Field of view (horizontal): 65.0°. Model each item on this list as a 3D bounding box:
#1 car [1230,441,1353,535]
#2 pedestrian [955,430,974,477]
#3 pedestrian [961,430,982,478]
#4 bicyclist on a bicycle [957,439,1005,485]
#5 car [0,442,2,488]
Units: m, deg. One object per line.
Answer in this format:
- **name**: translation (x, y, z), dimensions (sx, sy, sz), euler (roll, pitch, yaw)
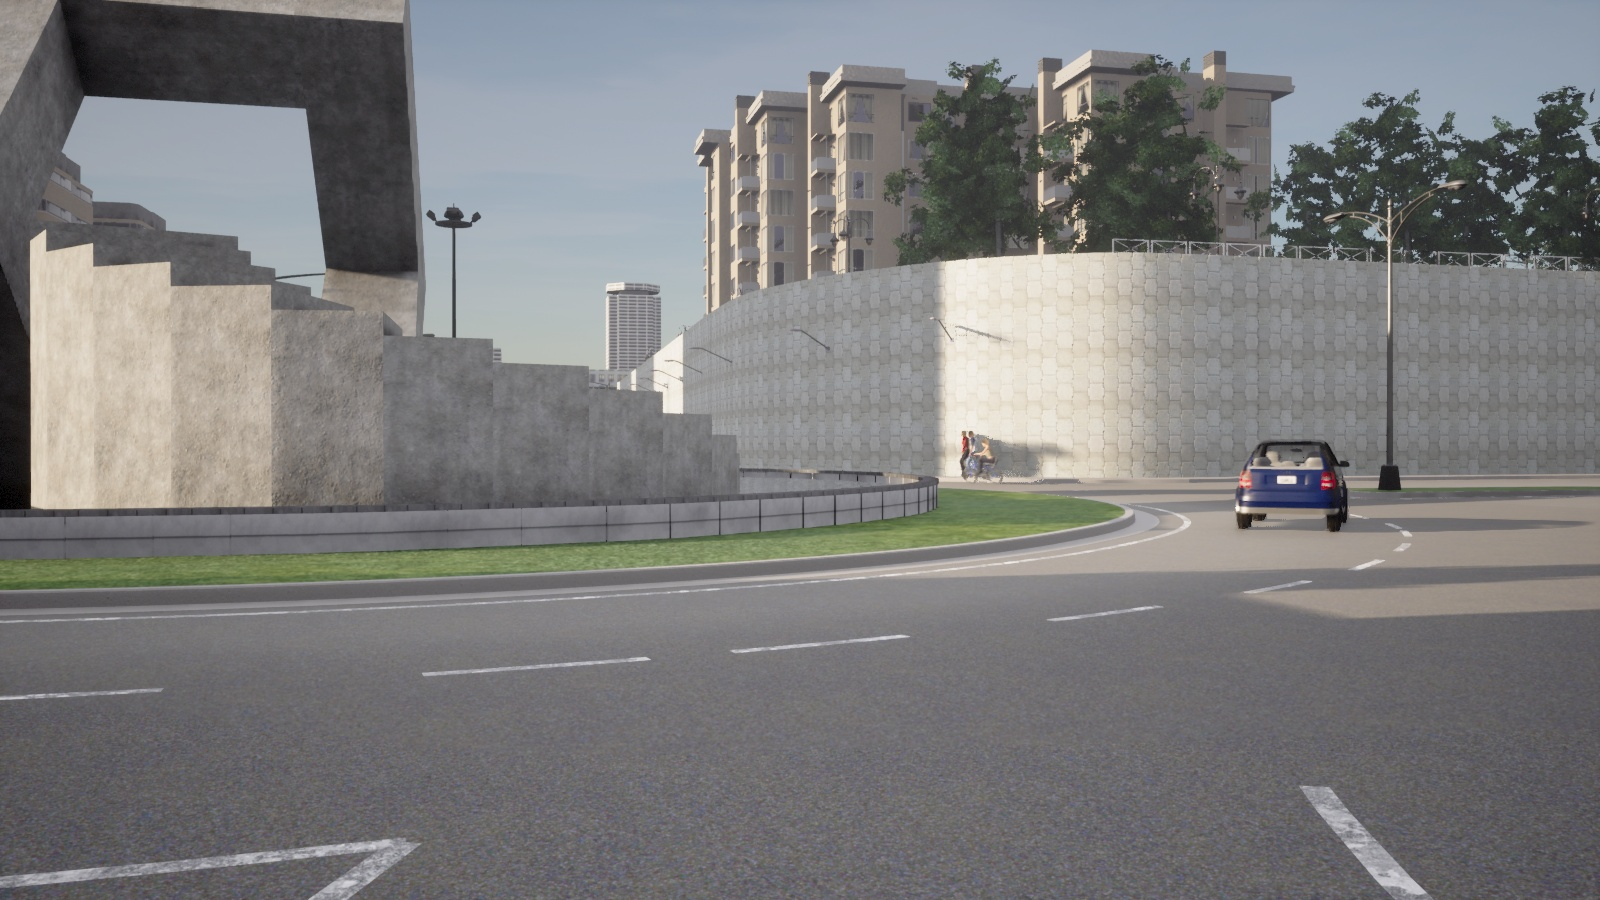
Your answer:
- **car**: translation (8.931, 0.605, 22.664), dimensions (1.789, 1.549, 3.705), euler (0, 0, 26)
- **pedestrian**: translation (6.389, 0.133, 48.796), dimensions (0.636, 1.846, 0.331), euler (0, 0, 30)
- **pedestrian**: translation (6.581, 0.137, 48.211), dimensions (0.706, 1.836, 0.354), euler (0, 0, 25)
- **bicyclist on a bicycle**: translation (6.492, 0.436, 45.056), dimensions (1.509, 1.612, 0.866), euler (0, 0, 31)
- **car**: translation (-28.294, 0.499, 39.932), dimensions (4.792, 1.488, 2.163), euler (0, 0, -29)
